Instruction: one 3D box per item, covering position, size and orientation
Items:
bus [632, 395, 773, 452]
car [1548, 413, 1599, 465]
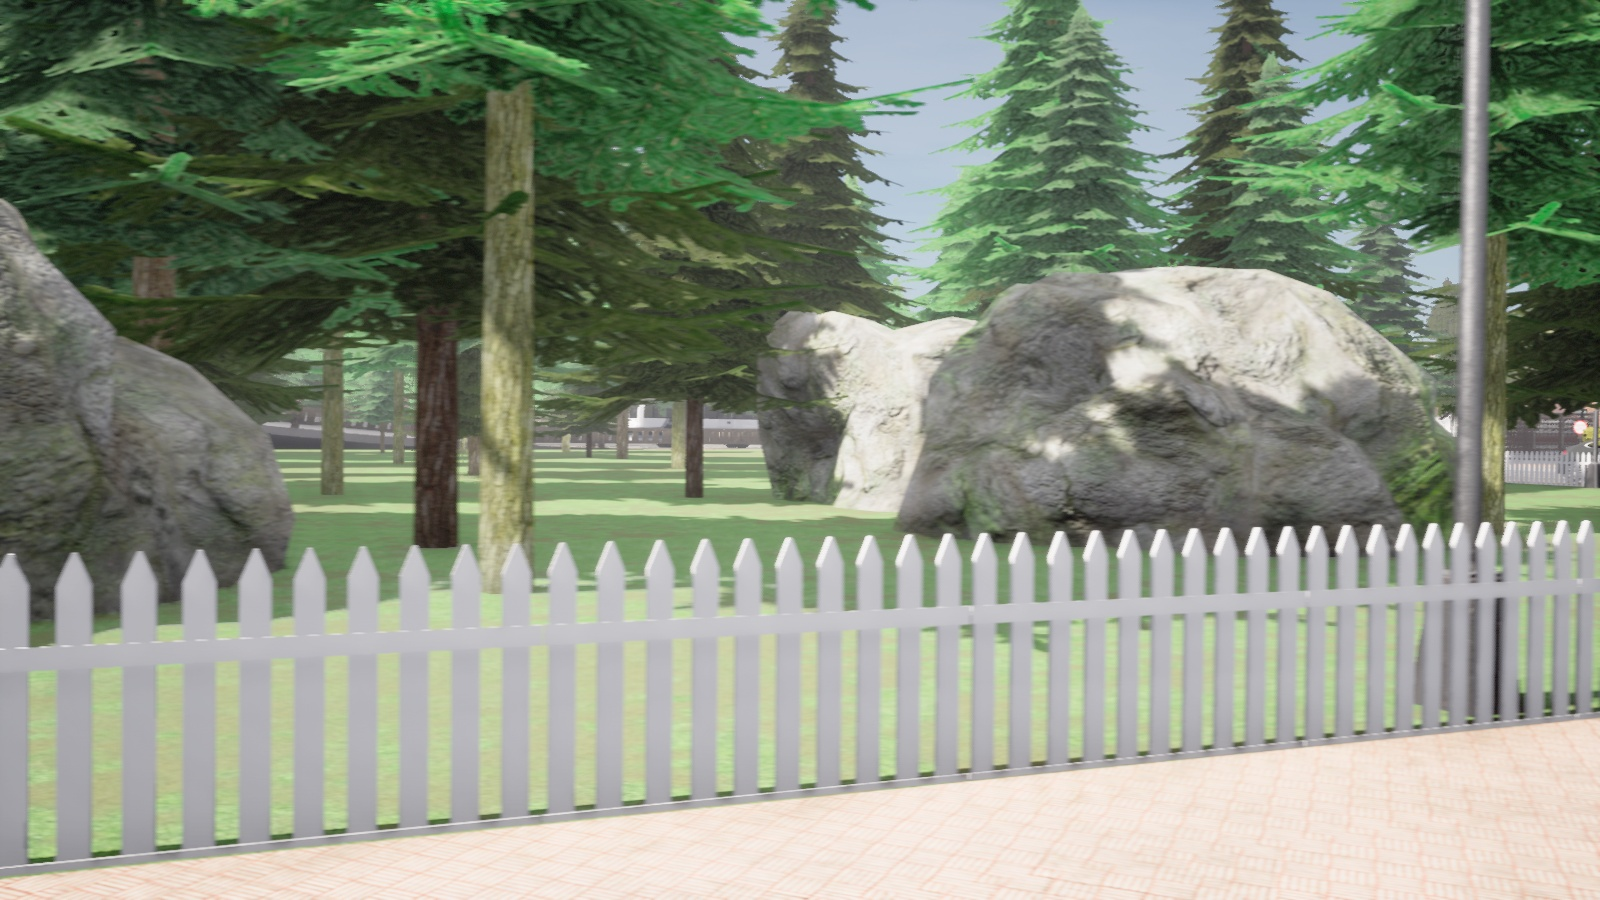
[{"bbox_3d":[-7.606,-2.100,98.367,10.273,4.253,3.944,-1,1,-21],"label":"bus"},{"bbox_3d":[26.526,-0.351,39.410,2.152,1.651,5.027,-1,1,-19],"label":"car"}]
